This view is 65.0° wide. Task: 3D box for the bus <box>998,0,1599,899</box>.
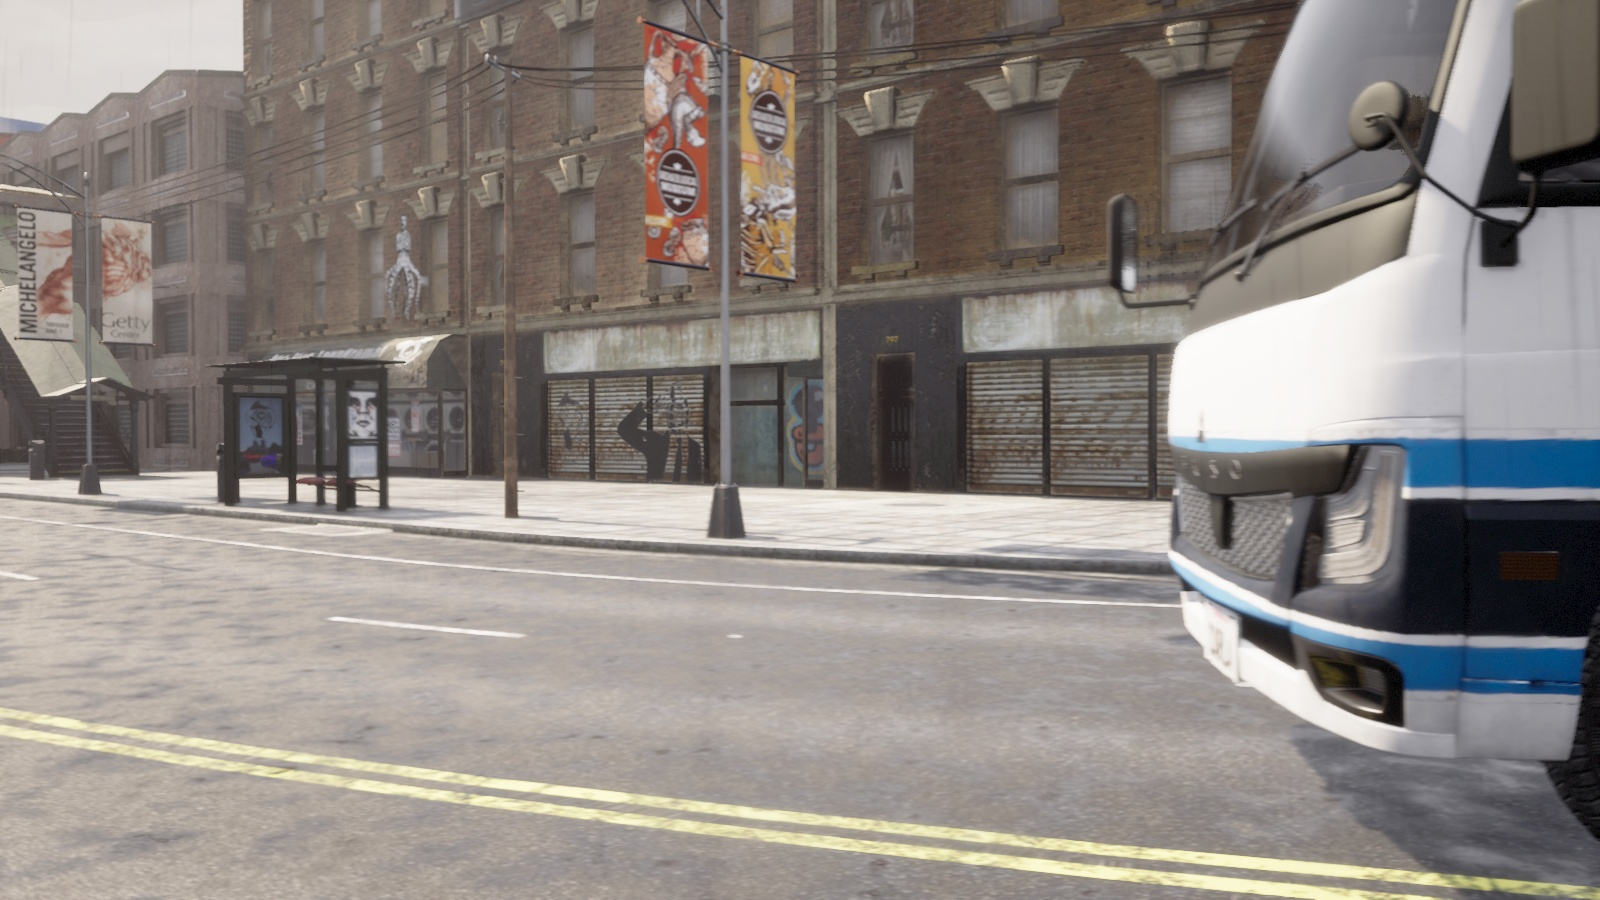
[{"bbox_3d":[6.108,-0.602,5.101,10.273,4.253,3.944,0,1,6],"label":"bus"}]
